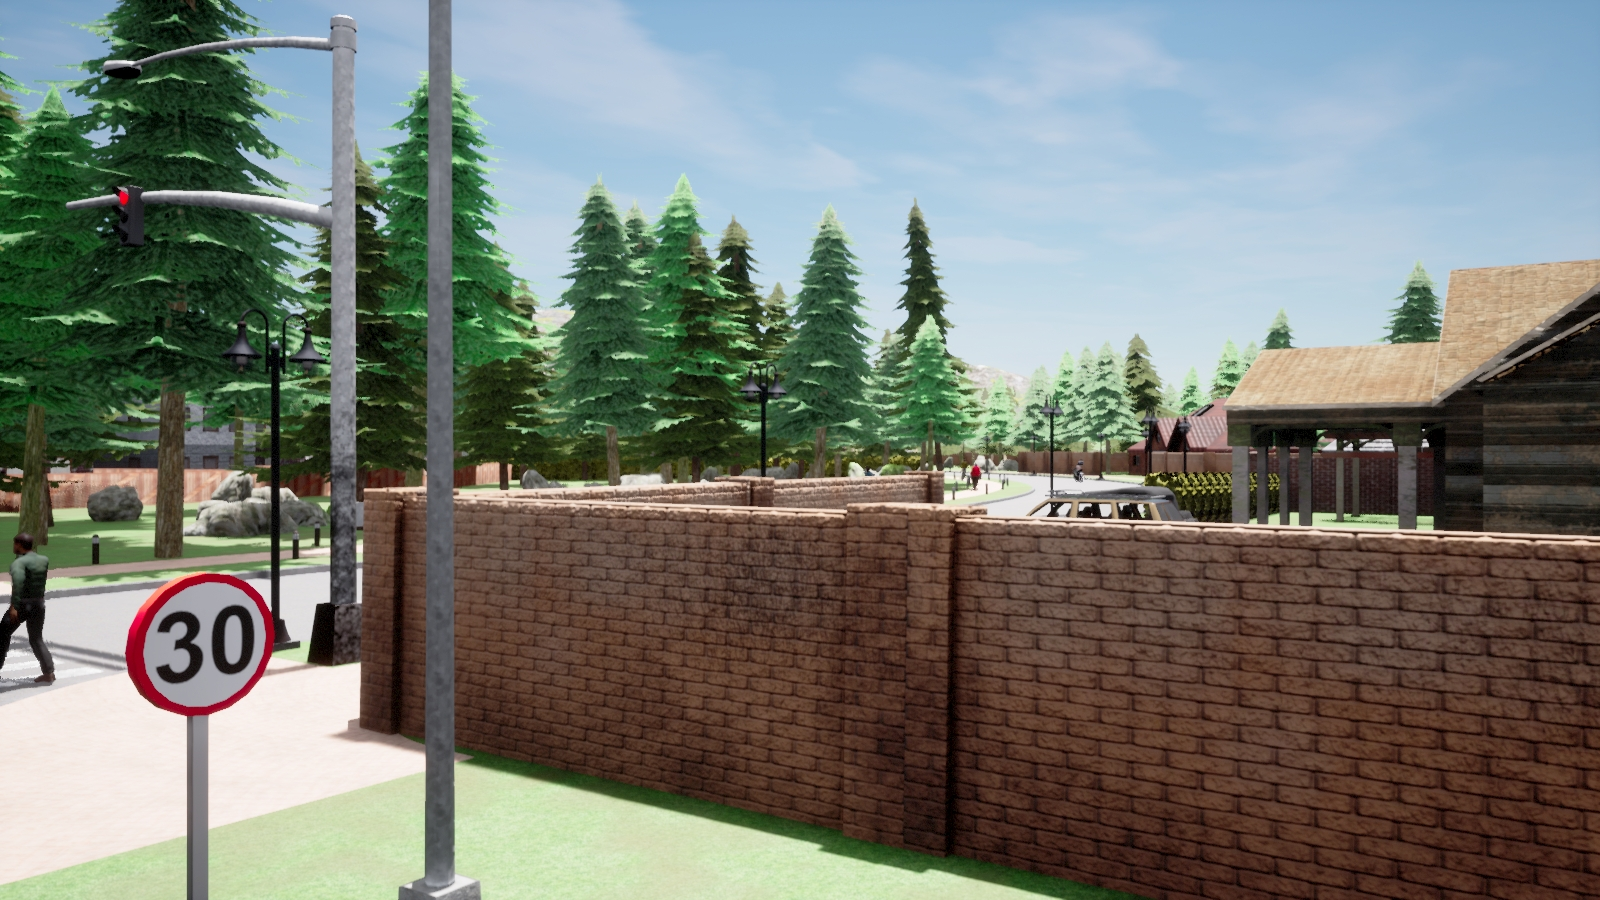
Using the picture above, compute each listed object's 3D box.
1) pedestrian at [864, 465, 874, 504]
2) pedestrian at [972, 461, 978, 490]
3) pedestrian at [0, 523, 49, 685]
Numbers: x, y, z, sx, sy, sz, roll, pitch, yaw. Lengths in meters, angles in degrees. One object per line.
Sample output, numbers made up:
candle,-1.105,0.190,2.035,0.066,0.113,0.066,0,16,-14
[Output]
pedestrian,3.294,1.645,54.441,0.375,1.860,0.375,0,0,26
pedestrian,11.271,1.643,73.562,0.375,1.860,0.375,0,0,13
pedestrian,-9.218,1.805,13.542,0.375,1.860,0.375,0,0,14
